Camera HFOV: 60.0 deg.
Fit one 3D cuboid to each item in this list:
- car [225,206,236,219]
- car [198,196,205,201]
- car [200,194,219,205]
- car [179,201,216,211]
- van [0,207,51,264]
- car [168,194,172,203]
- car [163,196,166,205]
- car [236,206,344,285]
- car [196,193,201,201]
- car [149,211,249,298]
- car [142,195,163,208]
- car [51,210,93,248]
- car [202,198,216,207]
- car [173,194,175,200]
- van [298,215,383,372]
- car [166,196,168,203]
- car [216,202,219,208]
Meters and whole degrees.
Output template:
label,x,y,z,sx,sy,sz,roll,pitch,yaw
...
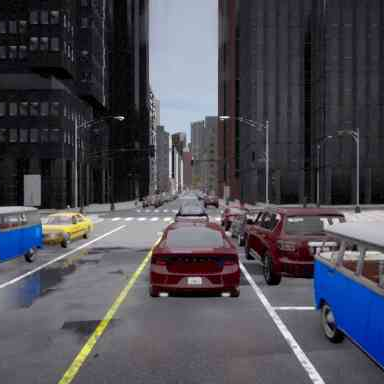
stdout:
label,x,y,z,sx,sy,sz,roll,pitch,yaw
car,2.749,1.551,14.919,2.008,1.369,4.403,0,0,0
car,2.684,1.670,92.636,1.947,1.339,4.313,0,0,0
car,2.720,1.334,47.485,2.192,1.841,5.009,0,0,0
car,-0.013,1.493,18.991,2.128,1.511,4.902,0,0,0
van,-5.776,1.341,9.399,1.690,1.788,3.998,0,0,0
car,-5.823,1.616,70.061,1.947,1.339,4.313,0,0,0
car,-5.810,1.339,53.131,2.192,1.841,5.009,0,0,0
car,2.754,1.315,9.393,2.192,1.841,5.009,0,0,0
car,2.688,1.635,86.991,1.887,1.381,4.507,0,0,0
car,0.060,1.477,8.582,1.882,1.535,5.008,0,0,0
car,-5.805,1.333,47.488,2.192,1.841,5.009,0,0,0
car,-5.779,1.525,14.753,1.752,1.417,4.829,0,0,0
car,2.716,1.590,53.129,1.947,1.339,4.313,0,0,0
car,-5.833,1.620,81.347,1.887,1.381,4.507,0,0,0
van,2.760,1.341,3.867,1.690,1.788,3.998,0,0,0
car,-5.813,1.597,58.774,1.947,1.339,4.313,0,0,0
car,2.743,1.547,20.444,1.887,1.381,4.507,0,0,0
